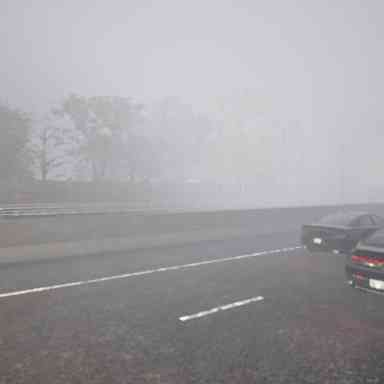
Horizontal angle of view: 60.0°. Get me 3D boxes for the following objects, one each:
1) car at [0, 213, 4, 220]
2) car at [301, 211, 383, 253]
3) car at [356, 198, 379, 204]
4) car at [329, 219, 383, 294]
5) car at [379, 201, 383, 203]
[{"bbox_3d":[-12.206,1.575,16.759,4.902,1.511,2.128,0,0,-36],"label":"car"},{"bbox_3d":[6.198,1.471,12.564,5.008,1.535,1.882,0,0,-36],"label":"car"},{"bbox_3d":[25.605,1.534,48.418,4.181,1.385,1.994,0,0,-36],"label":"car"},{"bbox_3d":[5.477,1.493,7.720,4.892,1.490,1.837,0,0,-36],"label":"car"},{"bbox_3d":[28.519,1.304,46.195,4.553,1.767,2.097,0,0,-36],"label":"car"}]
